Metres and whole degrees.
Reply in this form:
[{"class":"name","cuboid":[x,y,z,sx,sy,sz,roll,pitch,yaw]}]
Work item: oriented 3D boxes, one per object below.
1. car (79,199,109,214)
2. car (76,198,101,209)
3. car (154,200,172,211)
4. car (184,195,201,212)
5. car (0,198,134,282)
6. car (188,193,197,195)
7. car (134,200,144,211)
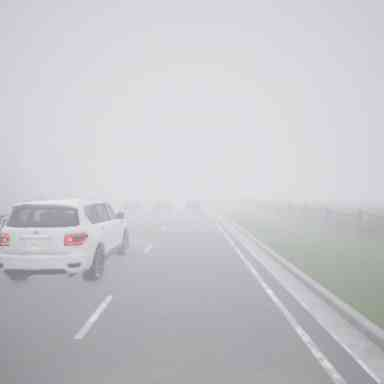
[{"class":"car","cuboid":[-10.405,1.519,35.520,1.812,1.442,4.674,0,0,0]},{"class":"car","cuboid":[-13.904,1.555,44.978,1.994,1.385,4.181,0,0,0]},{"class":"car","cuboid":[-3.403,1.594,39.601,1.895,1.301,4.718,0,0,0]},{"class":"car","cuboid":[0.096,1.471,39.618,1.882,1.535,5.008,0,0,0]},{"class":"car","cuboid":[-3.397,1.220,9.904,2.150,2.045,5.566,0,0,0]},{"class":"car","cuboid":[0.090,1.210,65.957,2.150,2.045,5.566,0,0,0]},{"class":"car","cuboid":[-6.905,1.594,39.601,1.895,1.301,4.718,0,0,0]}]
